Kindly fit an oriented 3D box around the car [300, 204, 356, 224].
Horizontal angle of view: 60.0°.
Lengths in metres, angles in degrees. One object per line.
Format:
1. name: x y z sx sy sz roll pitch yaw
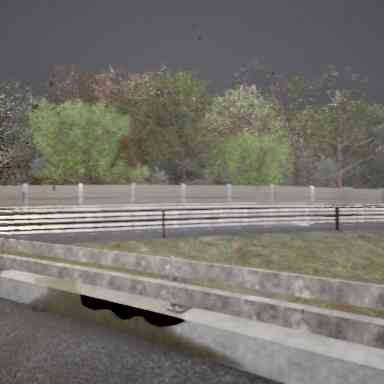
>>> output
1. car: 10.501 1.630 25.747 4.181 1.385 1.994 0 0 -17
